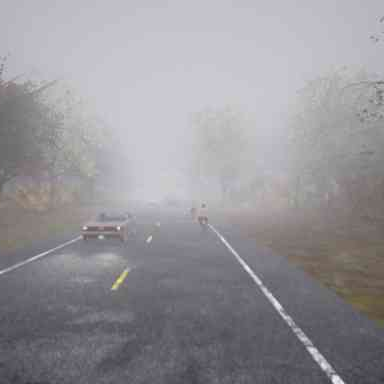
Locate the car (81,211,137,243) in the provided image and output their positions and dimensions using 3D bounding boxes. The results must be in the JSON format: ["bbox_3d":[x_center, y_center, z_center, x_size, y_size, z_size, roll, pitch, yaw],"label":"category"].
[{"bbox_3d":[-3.916,1.617,16.332,1.895,1.301,4.718,0,0,-2],"label":"car"}]

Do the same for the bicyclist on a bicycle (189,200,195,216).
[{"bbox_3d":[0.121,1.453,27.715,0.866,1.612,1.509,0,0,-3],"label":"bicyclist on a bicycle"}]

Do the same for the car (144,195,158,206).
[{"bbox_3d":[-6.759,1.526,56.637,1.812,1.442,4.674,0,0,-6],"label":"car"}]

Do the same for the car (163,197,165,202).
[{"bbox_3d":[-5.335,1.465,73.832,1.837,1.490,4.892,0,0,-8],"label":"car"}]

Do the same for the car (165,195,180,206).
[{"bbox_3d":[-3.006,1.491,55.790,2.128,1.511,4.902,0,0,-6],"label":"car"}]

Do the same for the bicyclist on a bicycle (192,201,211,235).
[{"bbox_3d":[0.619,1.450,18.026,0.866,1.612,1.509,0,0,-2],"label":"bicyclist on a bicycle"}]
